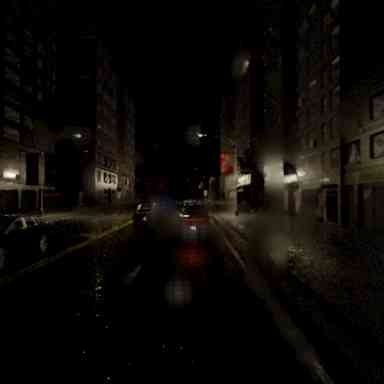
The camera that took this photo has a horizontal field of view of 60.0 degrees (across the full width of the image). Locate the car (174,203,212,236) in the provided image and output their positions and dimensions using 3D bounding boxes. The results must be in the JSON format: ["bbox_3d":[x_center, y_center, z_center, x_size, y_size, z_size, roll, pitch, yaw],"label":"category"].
[{"bbox_3d":[0.105,1.604,19.145,1.837,1.490,4.892,0,0,0],"label":"car"}]

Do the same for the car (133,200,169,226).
[{"bbox_3d":[-3.159,1.617,24.834,2.128,1.511,4.902,0,0,0],"label":"car"}]

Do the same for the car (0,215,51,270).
[{"bbox_3d":[-6.497,1.553,11.234,2.128,1.511,4.902,0,0,0],"label":"car"}]

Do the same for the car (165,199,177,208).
[{"bbox_3d":[-3.139,1.682,46.858,1.882,1.535,5.008,0,0,0],"label":"car"}]

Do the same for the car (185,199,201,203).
[{"bbox_3d":[0.111,1.684,43.084,2.128,1.511,4.902,0,0,0],"label":"car"}]
